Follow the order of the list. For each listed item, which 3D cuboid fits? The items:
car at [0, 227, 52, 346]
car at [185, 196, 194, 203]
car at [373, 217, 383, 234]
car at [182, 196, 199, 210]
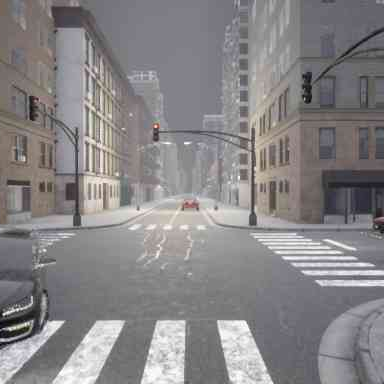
[{"bbox_3d":[-3.798,1.514,6.387,1.837,1.490,4.892,3,-2,-22],"label":"car"},{"bbox_3d":[-0.440,1.547,68.149,1.812,1.442,4.674,0,0,0],"label":"car"},{"bbox_3d":[11.647,1.530,16.970,4.507,1.381,1.887,0,0,0],"label":"car"},{"bbox_3d":[-0.233,1.359,43.147,2.097,1.767,4.553,0,0,0],"label":"car"}]
